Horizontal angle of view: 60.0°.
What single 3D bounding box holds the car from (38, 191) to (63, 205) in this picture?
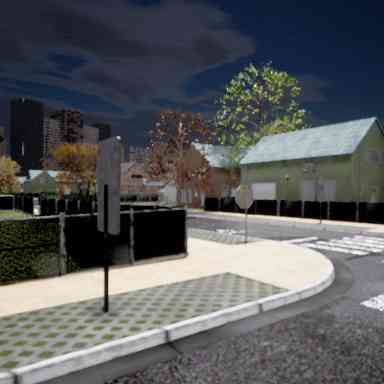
[{"bbox_3d":[-19.746,0.891,46.274,2.150,2.045,5.566,0,0,-37],"label":"car"}]
